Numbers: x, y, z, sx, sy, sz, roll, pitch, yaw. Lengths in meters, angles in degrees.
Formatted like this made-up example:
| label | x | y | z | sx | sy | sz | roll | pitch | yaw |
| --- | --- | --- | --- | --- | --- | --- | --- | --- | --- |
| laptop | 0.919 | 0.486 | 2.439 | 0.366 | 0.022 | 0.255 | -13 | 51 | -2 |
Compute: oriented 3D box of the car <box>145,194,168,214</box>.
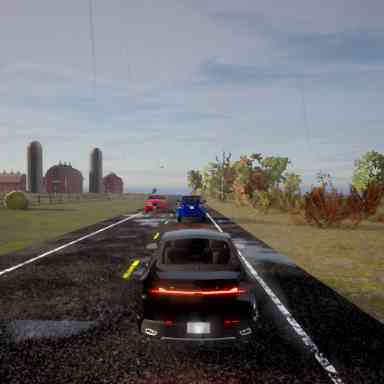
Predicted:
| label | x | y | z | sx | sy | sz | roll | pitch | yaw |
| --- | --- | --- | --- | --- | --- | --- | --- | --- | --- |
| car | -3.801 | 1.225 | 36.422 | 2.150 | 2.045 | 5.566 | 0 | 0 | 0 |

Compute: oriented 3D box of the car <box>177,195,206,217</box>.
| label | x | y | z | sx | sy | sz | roll | pitch | yaw |
| --- | --- | --- | --- | --- | --- | --- | --- | --- | --- |
| car | -0.033 | 1.220 | 26.430 | 2.150 | 2.045 | 5.566 | 0 | 0 | -1 |

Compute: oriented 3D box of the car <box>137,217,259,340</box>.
| label | x | y | z | sx | sy | sz | roll | pitch | yaw |
| --- | --- | --- | --- | --- | --- | --- | --- | --- | --- |
| car | 0.083 | 1.504 | 6.710 | 1.837 | 1.490 | 4.892 | 0 | 0 | 0 |
